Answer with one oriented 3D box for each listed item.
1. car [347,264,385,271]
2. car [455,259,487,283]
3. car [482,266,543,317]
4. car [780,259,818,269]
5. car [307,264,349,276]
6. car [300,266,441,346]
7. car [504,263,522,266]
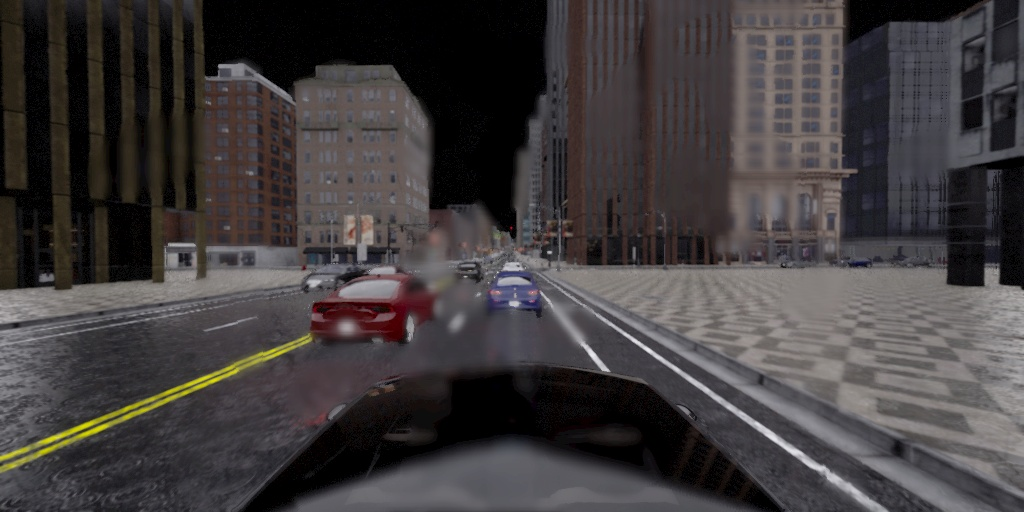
[{"bbox_3d":[-6.605,1.246,18.878,1.812,1.442,4.674,0,0,0],"label":"car"},{"bbox_3d":[-3.171,1.217,27.399,1.837,1.490,4.892,0,0,0],"label":"car"},{"bbox_3d":[0.086,1.256,13.035,1.812,1.442,4.674,0,0,0],"label":"car"},{"bbox_3d":[38.589,1.095,48.262,4.181,1.385,1.994,0,1,0],"label":"car"},{"bbox_3d":[-9.855,1.211,20.227,2.128,1.511,4.902,0,0,0],"label":"car"},{"bbox_3d":[-3.173,1.213,9.377,1.882,1.535,5.008,0,0,0],"label":"car"},{"bbox_3d":[0.081,1.236,28.295,1.812,1.442,4.674,0,0,0],"label":"car"}]
